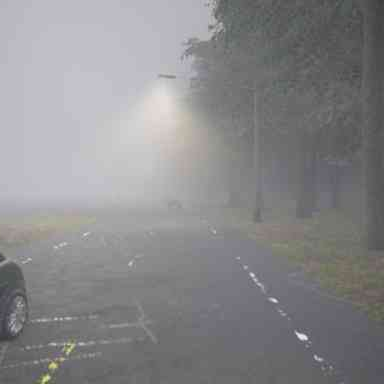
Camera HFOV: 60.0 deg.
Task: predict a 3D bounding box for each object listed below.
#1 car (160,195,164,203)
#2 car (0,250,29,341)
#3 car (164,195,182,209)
[{"bbox_3d":[-4.995,1.339,63.352,2.033,1.411,5.357,0,1,-9],"label":"car"},{"bbox_3d":[-3.661,1.356,3.443,2.097,1.767,4.553,0,0,-1],"label":"car"},{"bbox_3d":[-2.402,1.468,43.925,1.837,1.490,4.892,0,0,-6],"label":"car"}]
